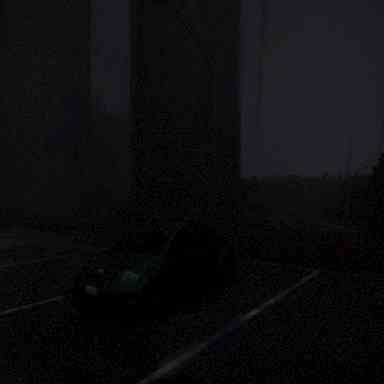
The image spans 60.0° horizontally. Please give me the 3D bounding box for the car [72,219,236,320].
[{"bbox_3d":[-0.617,1.472,7.436,1.851,1.617,3.988,0,0,35],"label":"car"}]
